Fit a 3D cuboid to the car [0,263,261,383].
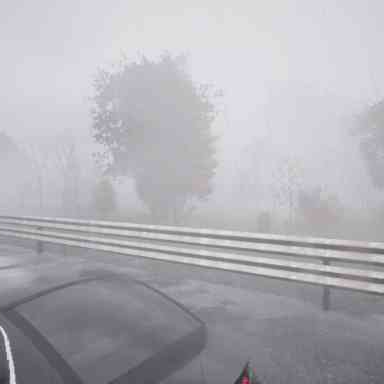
[{"bbox_3d":[-1.728,1.507,3.310,4.892,1.490,1.837,0,0,36],"label":"car"}]
